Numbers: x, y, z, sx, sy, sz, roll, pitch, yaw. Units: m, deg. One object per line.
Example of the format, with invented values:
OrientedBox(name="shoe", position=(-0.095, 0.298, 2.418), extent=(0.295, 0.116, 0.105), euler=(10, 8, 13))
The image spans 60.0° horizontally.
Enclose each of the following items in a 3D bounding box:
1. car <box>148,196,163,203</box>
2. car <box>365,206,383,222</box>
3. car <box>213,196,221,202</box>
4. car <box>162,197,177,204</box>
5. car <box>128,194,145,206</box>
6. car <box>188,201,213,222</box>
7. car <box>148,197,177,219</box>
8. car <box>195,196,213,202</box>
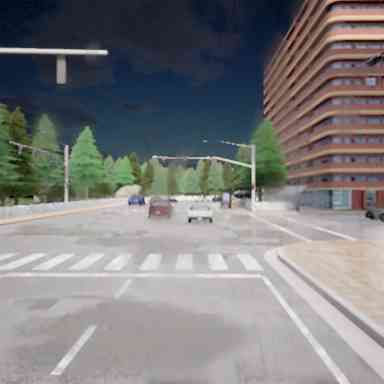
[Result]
OrientedBox(name="car", position=(-7.879, 1.667, 72.047), extent=(1.812, 1.442, 4.674), euler=(0, 0, 13))
OrientedBox(name="car", position=(16.671, 1.724, 27.512), extent=(4.181, 1.385, 1.994), euler=(0, 0, 1))
OrientedBox(name="car", position=(6.445, 1.721, 79.510), extent=(2.128, 1.511, 4.902), euler=(0, 0, 31))
OrientedBox(name="car", position=(-4.637, 1.743, 70.585), extent=(1.895, 1.301, 4.718), euler=(0, 0, 13))
OrientedBox(name="car", position=(-9.350, 1.325, 56.519), extent=(2.150, 2.045, 5.566), euler=(0, 0, 2))
OrientedBox(name="car", position=(0.664, 1.700, 27.194), extent=(1.895, 1.301, 4.718), euler=(0, 0, 1))
OrientedBox(name="car", position=(-2.768, 1.562, 30.374), extent=(1.882, 1.535, 5.008), euler=(0, 0, 1))
OrientedBox(name="car", position=(2.402, 1.710, 79.458), extent=(1.812, 1.442, 4.674), euler=(0, 0, 31))
